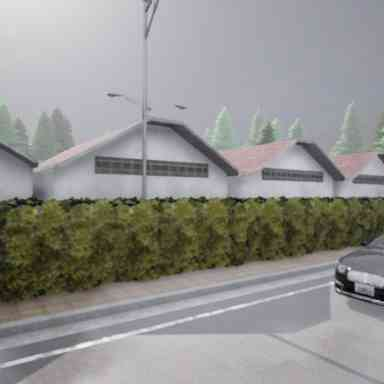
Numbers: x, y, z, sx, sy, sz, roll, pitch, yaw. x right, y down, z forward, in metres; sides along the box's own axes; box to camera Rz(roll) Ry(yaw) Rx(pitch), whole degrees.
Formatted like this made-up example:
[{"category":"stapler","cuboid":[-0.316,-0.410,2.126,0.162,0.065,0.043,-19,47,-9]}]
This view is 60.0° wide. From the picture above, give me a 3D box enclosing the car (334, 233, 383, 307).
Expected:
[{"category":"car","cuboid":[5.213,1.553,7.518,4.902,1.511,2.128,1,0,-34]}]
